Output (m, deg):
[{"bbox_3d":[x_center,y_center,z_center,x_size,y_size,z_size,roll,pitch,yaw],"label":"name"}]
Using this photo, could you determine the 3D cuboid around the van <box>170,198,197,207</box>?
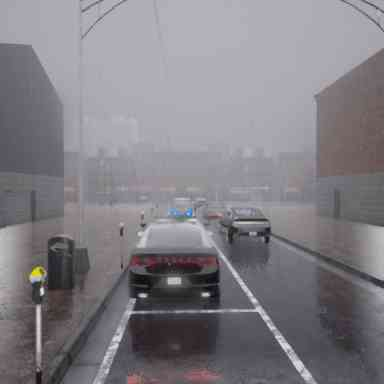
[{"bbox_3d":[-0.797,1.344,25.401,1.690,1.788,3.998,-1,0,-2],"label":"van"}]

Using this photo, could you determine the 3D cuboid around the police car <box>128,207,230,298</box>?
[{"bbox_3d":[-0.436,1.424,8.663,1.930,1.638,5.238,0,0,-2],"label":"police car"}]

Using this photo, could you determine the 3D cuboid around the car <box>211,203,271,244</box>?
[{"bbox_3d":[2.365,1.487,15.900,2.128,1.511,4.902,0,-1,-2],"label":"car"}]

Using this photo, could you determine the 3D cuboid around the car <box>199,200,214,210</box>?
[{"bbox_3d":[1.893,1.568,26.787,1.994,1.385,4.181,0,0,-3],"label":"car"}]

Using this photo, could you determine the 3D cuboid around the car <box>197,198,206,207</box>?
[{"bbox_3d":[1.079,1.519,43.245,1.837,1.490,4.892,0,0,-2],"label":"car"}]
